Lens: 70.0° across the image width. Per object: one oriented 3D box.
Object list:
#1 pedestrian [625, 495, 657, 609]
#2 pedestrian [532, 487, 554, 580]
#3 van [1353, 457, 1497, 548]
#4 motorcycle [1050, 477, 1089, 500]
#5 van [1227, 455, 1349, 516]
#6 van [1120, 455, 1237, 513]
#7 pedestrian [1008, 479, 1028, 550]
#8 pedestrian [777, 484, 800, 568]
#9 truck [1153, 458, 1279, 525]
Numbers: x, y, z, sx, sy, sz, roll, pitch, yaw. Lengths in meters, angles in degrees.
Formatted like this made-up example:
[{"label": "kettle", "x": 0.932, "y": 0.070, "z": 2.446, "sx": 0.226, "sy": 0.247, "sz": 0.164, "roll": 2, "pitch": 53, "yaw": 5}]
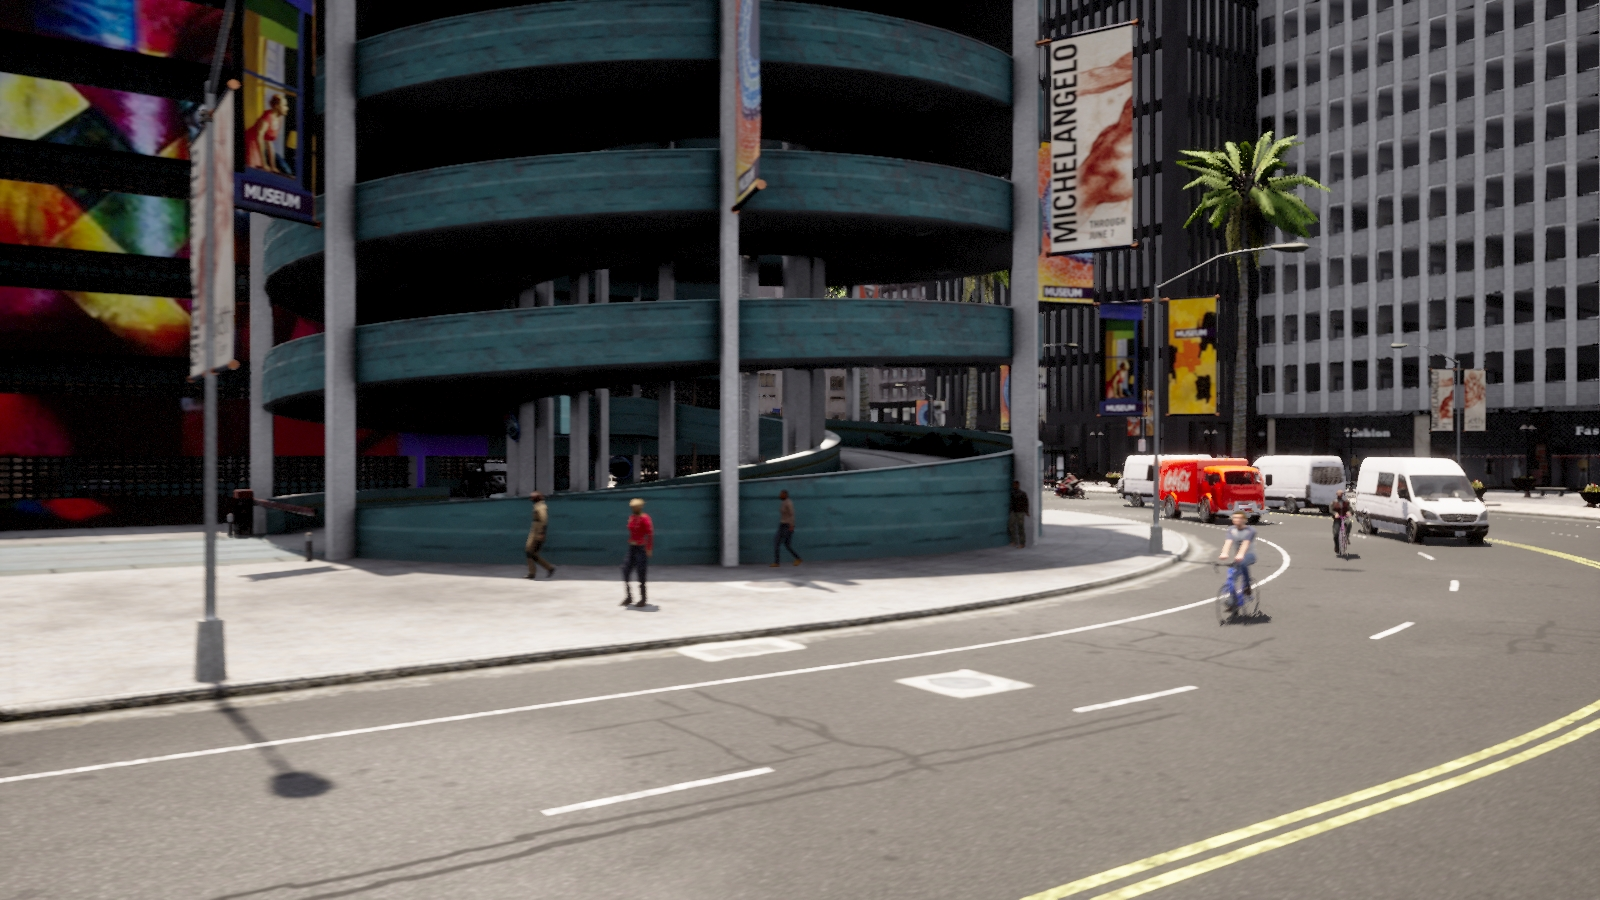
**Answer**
[{"label": "pedestrian", "x": -2.654, "y": 1.697, "z": 19.087, "sx": 0.375, "sy": 1.860, "sz": 0.375, "roll": 0, "pitch": 0, "yaw": 40}, {"label": "pedestrian", "x": -5.255, "y": 1.697, "z": 23.379, "sx": 0.375, "sy": 1.860, "sz": 0.375, "roll": 0, "pitch": 0, "yaw": -25}, {"label": "van", "x": 19.435, "y": 1.535, "z": 35.883, "sx": 1.988, "sy": 2.561, "sz": 5.915, "roll": 0, "pitch": 0, "yaw": 8}, {"label": "motorcycle", "x": 15.609, "y": 2.206, "z": 66.121, "sx": 0.867, "sy": 1.251, "sz": 2.209, "roll": 0, "pitch": 0, "yaw": -33}, {"label": "van", "x": 22.062, "y": 1.535, "z": 52.030, "sx": 1.988, "sy": 2.561, "sz": 5.915, "roll": 0, "pitch": 0, "yaw": -13}, {"label": "van", "x": 17.832, "y": 1.535, "z": 54.172, "sx": 1.988, "sy": 2.561, "sz": 5.915, "roll": 0, "pitch": 0, "yaw": -21}, {"label": "pedestrian", "x": 5.754, "y": 1.697, "z": 30.184, "sx": 0.375, "sy": 1.860, "sz": 0.375, "roll": 0, "pitch": 0, "yaw": -38}, {"label": "pedestrian", "x": -0.264, "y": 1.697, "z": 25.737, "sx": 0.375, "sy": 1.860, "sz": 0.375, "roll": 0, "pitch": 0, "yaw": -30}, {"label": "truck", "x": 16.287, "y": 1.571, "z": 45.064, "sx": 2.627, "sy": 2.467, "sz": 5.204, "roll": 0, "pitch": 0, "yaw": -6}]
